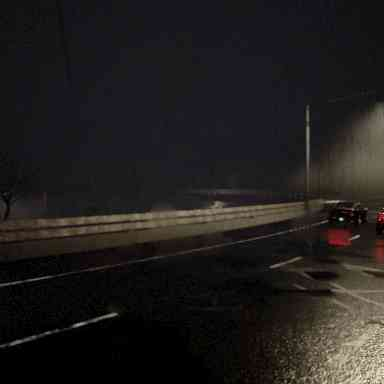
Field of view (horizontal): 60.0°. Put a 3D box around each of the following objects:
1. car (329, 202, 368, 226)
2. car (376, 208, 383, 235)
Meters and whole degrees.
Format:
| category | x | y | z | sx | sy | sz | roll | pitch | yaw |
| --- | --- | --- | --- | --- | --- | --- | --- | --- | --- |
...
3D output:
| category | x | y | z | sx | sy | sz | roll | pitch | yaw |
| --- | --- | --- | --- | --- | --- | --- | --- | --- | --- |
| car | 10.815 | 1.447 | 22.912 | 1.837 | 1.490 | 4.892 | 0 | 0 | 36 |
| car | 11.445 | 1.310 | 17.918 | 2.097 | 1.767 | 4.553 | 0 | 0 | 38 |
